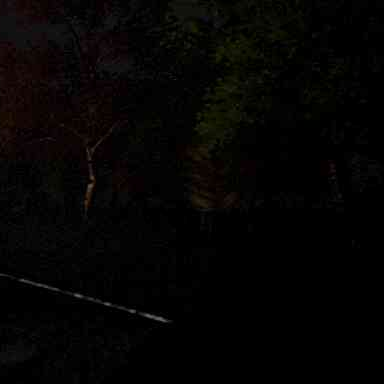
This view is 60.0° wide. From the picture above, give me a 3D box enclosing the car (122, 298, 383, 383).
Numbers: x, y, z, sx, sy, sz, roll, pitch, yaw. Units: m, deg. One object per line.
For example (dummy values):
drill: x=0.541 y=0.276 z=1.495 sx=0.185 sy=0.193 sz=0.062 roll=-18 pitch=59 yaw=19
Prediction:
car: x=1.690 y=1.596 z=2.482 sx=4.718 sy=1.301 sz=1.895 roll=0 pitch=1 yaw=35
